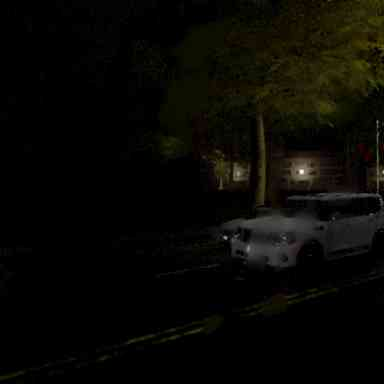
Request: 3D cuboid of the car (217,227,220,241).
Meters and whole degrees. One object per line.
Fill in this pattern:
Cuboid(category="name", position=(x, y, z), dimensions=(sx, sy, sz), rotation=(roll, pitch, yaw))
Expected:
Cuboid(category="car", position=(3.152, 1.346, 13.409), dimensions=(4.674, 1.442, 1.812), rotation=(-1, 1, -34))

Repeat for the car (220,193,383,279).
Cuboid(category="car", position=(3.768, 1.069, 9.917), dimensions=(5.566, 2.045, 2.150), rotation=(-1, 1, -34))
